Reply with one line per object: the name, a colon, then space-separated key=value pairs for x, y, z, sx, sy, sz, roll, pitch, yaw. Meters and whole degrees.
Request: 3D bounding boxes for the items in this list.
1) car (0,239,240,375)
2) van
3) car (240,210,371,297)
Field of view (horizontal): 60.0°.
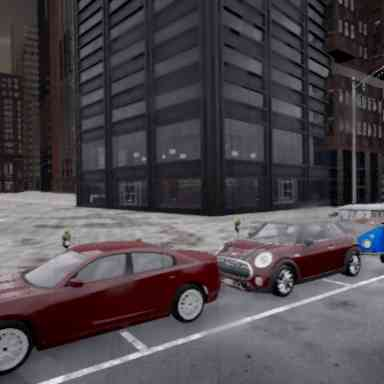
car: x=-1.560 y=1.536 z=5.550 sx=4.507 sy=1.381 sz=1.887 roll=0 pitch=-1 yaw=-35
van: x=6.393 y=1.281 z=11.227 sx=3.998 sy=1.788 sz=1.690 roll=0 pitch=-1 yaw=-35
car: x=2.416 y=1.406 z=8.388 sx=4.097 sy=1.590 sz=1.967 roll=0 pitch=-1 yaw=-35
